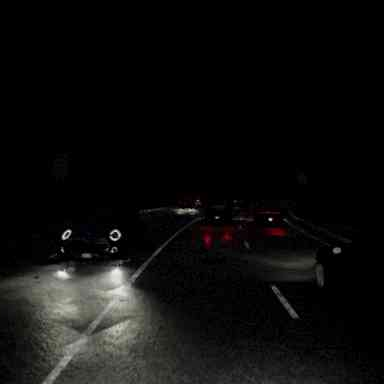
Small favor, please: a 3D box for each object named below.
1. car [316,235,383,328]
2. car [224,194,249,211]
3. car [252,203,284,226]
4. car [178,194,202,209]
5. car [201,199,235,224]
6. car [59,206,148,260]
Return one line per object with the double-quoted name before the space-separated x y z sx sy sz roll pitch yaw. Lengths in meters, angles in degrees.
"car" 3.791 1.486 5.912 1.882 1.535 5.008 0 0 2
"car" 5.914 1.251 42.435 2.150 2.045 5.566 0 0 16
"car" 5.467 1.527 24.009 1.837 1.490 4.892 0 0 8
"car" -0.199 1.236 47.075 2.150 2.045 5.566 0 0 17
"car" 2.048 1.540 24.762 1.812 1.442 4.674 0 0 9
"car" -3.049 1.352 12.362 2.097 1.767 4.553 0 0 4
